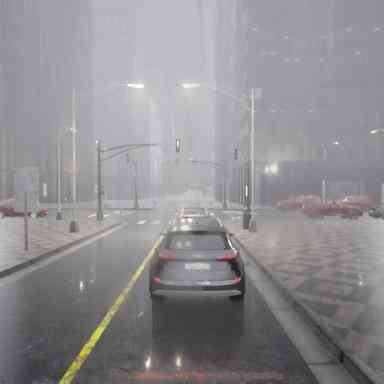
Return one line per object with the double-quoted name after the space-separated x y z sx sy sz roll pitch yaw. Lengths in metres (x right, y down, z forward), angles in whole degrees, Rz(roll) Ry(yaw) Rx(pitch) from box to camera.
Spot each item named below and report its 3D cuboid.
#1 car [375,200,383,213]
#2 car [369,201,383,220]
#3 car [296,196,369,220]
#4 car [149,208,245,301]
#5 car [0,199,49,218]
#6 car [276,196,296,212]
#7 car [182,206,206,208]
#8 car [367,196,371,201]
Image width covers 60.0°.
23.435 1.633 37.662 4.313 1.339 1.947 0 1 0 "car"
17.798 1.742 29.129 4.313 1.339 1.947 0 1 0 "car"
12.156 1.462 29.115 5.009 1.841 2.192 0 1 0 "car"
0.118 1.428 8.334 2.033 1.649 4.856 0 0 0 "car"
-14.886 1.567 29.068 4.507 1.381 1.887 0 1 0 "car"
12.151 1.325 37.639 5.009 1.841 2.192 0 1 0 "car"
0.115 1.507 17.441 1.837 1.490 4.892 0 0 0 "car"
17.794 1.353 37.649 5.009 1.841 2.192 0 1 0 "car"
